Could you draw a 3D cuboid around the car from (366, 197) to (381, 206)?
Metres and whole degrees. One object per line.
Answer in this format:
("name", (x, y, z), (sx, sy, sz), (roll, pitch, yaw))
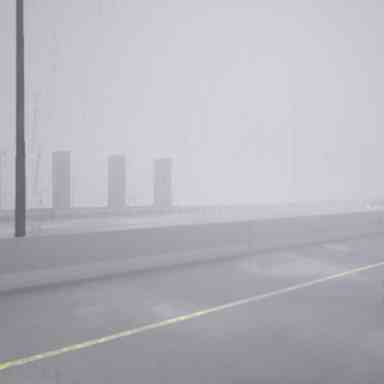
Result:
("car", (29.286, 1.428, 51.906), (5.357, 1.411, 2.033), (0, 0, -36))

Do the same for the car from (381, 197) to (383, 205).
("car", (30.005, 1.376, 48.095), (4.902, 1.511, 2.128), (0, 0, -36))
